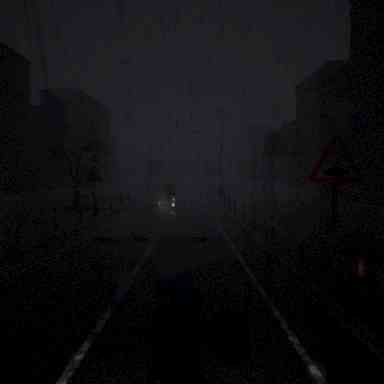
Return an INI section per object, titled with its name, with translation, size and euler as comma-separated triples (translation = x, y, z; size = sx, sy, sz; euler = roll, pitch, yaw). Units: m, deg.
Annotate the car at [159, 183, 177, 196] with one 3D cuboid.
[car]
translation = -3.007, -0.292, 42.258
size = 1.837, 1.490, 4.892
euler = 0, 3, 0
